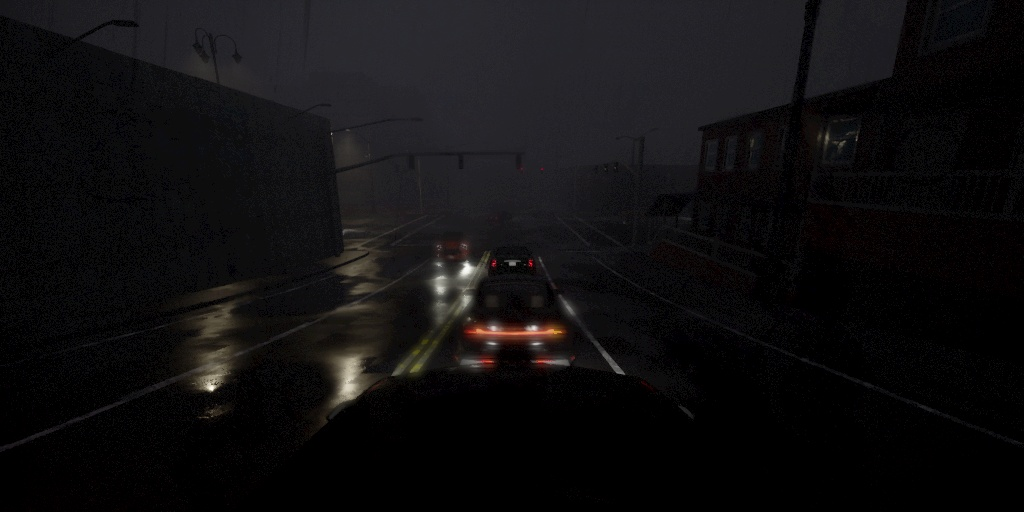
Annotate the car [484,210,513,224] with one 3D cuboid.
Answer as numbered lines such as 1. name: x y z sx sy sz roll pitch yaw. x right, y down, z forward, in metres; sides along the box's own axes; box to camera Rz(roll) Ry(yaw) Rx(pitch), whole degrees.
1. car: -1.513 -4.743 42.701 2.033 1.411 5.357 4 13 19

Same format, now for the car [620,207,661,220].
1. car: 16.478 -5.544 46.014 5.008 1.535 1.882 0 12 0

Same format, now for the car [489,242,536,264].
1. car: 0.028 0.086 17.417 2.097 1.767 4.553 0 7 0

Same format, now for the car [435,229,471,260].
1. car: -3.814 -0.854 23.576 2.097 1.767 4.553 -1 10 -5

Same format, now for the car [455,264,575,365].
1. car: 0.057 1.122 7.163 1.837 1.490 4.892 0 2 0
